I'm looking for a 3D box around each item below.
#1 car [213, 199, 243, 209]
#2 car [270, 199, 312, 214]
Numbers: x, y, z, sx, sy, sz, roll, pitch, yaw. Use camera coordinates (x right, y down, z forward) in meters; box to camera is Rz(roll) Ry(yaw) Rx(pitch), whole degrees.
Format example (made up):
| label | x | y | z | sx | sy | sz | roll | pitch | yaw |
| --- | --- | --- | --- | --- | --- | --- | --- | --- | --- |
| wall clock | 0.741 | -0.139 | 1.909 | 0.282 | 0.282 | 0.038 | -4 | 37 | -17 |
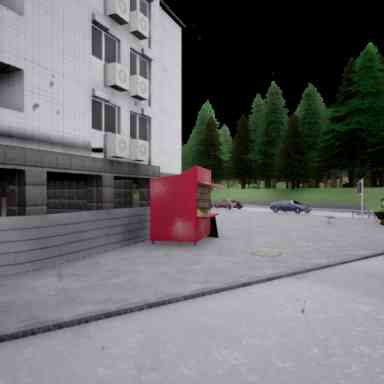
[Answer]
| label | x | y | z | sx | sy | sz | roll | pitch | yaw |
| --- | --- | --- | --- | --- | --- | --- | --- | --- | --- |
| car | 4.717 | 1.564 | 43.760 | 1.994 | 1.385 | 4.181 | 0 | 0 | -35 |
| car | 10.505 | 1.525 | 35.662 | 1.812 | 1.442 | 4.674 | 0 | 0 | -36 |
